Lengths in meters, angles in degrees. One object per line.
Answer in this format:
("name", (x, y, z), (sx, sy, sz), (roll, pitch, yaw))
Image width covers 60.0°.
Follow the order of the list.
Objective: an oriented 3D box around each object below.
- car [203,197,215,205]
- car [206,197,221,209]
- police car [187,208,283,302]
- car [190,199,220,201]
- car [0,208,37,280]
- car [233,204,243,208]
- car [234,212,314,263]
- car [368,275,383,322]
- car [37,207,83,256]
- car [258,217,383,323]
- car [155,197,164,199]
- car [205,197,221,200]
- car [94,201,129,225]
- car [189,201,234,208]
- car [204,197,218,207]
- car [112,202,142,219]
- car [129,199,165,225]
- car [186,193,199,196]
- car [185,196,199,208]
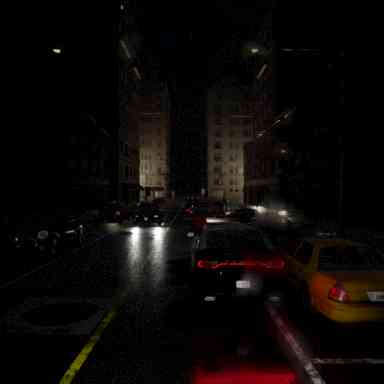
("car", (2.941, 1.544, 57.382), (1.802, 1.307, 4.206), (-1, 0, 0))
("car", (2.924, 1.499, 46.380), (1.752, 1.417, 4.829), (-1, 0, 0))
("police car", (0.908, 1.423, 8.449), (1.930, 1.638, 5.238), (0, 0, 0))
("car", (0.928, 1.496, 24.340), (1.837, 1.490, 4.892), (0, 0, 0))
("car", (-5.673, 1.313, 7.121), (2.192, 1.841, 5.009), (-1, 0, 0))
("car", (2.881, 1.559, 18.281), (1.947, 1.339, 4.313), (-1, 0, 0))
("car", (2.872, 1.561, 12.695), (1.947, 1.339, 4.313), (-1, 0, 0))
("car", (2.856, 1.581, 1.523), (1.802, 1.307, 4.206), (-1, 0, 0))
("car", (-5.664, 1.436, 12.707), (1.967, 1.590, 4.097), (-1, 0, 0))
("car", (2.864, 1.523, 7.280), (1.752, 1.417, 4.829), (-1, 0, 0))
("car", (-5.604, 1.507, 57.392), (1.887, 1.381, 4.507), (-1, 0, 0))
("car", (2.915, 1.530, 40.625), (2.008, 1.369, 4.403), (-1, 0, 0))
("car", (-5.649, 1.431, 23.878), (1.967, 1.590, 4.097), (-1, 0, 0))
("car", (0.921, 1.471, 18.340), (1.882, 1.535, 5.008), (0, 0, 0))
("car", (2.933, 1.534, 51.797), (1.947, 1.339, 4.313), (-1, 0, 0))
("car", (-5.640, 1.570, 29.464), (1.802, 1.307, 4.206), (-1, 0, 0))
("car", (-2.972, 1.497, 23.797), (1.837, 1.490, 4.892), (0, 0, 0))
("car", (0.075, 1.182, 59.545), (2.150, 2.045, 5.566), (0, 0, 0))
("car", (0.075, 1.575, 46.267), (1.895, 1.301, 4.718), (0, 0, 1))
